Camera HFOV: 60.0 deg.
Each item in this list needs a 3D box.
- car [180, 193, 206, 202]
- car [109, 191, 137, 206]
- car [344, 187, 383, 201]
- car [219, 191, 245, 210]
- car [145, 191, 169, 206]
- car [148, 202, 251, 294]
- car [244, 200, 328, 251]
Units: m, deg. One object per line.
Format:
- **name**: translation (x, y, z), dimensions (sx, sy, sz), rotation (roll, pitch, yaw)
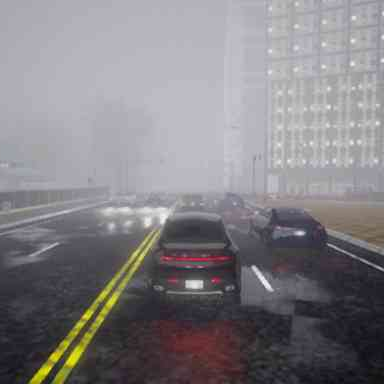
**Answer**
- **car**: translation (0.065, 0.795, 24.335), dimensions (2.033, 1.411, 5.357), rotation (0, 2, 0)
- **car**: translation (-6.583, 0.611, 32.181), dimensions (1.895, 1.301, 4.718), rotation (0, 2, 0)
- **car**: translation (23.007, 0.292, 44.419), dimensions (5.009, 1.841, 2.192), rotation (1, 4, 20)
- **car**: translation (3.328, 0.662, 28.007), dimensions (1.812, 1.442, 4.674), rotation (0, 2, 0)
- **car**: translation (-3.333, 0.613, 32.120), dimensions (1.895, 1.301, 4.718), rotation (0, 2, 0)
- **car**: translation (0.059, 1.249, 8.152), dimensions (1.837, 1.490, 4.892), rotation (0, 2, 0)
- **car**: translation (3.329, 1.180, 12.231), dimensions (1.994, 1.385, 4.181), rotation (0, 2, 0)
